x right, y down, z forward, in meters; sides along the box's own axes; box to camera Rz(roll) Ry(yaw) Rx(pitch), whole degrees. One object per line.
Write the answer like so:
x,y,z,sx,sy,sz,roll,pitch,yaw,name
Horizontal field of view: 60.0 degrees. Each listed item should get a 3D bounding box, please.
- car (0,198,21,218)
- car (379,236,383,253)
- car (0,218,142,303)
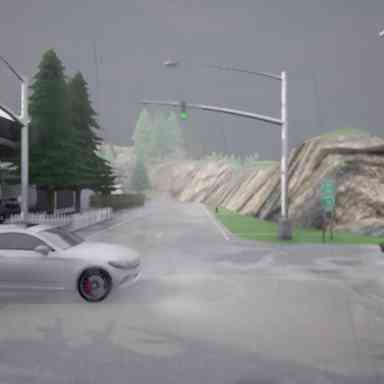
-14.532,1.384,25.152,1.905,1.878,3.866,0,0,-1,car
6.878,1.379,7.553,2.033,1.411,5.357,0,0,-12,car
-3.454,1.435,7.301,4.674,1.442,1.812,0,0,-1,car
